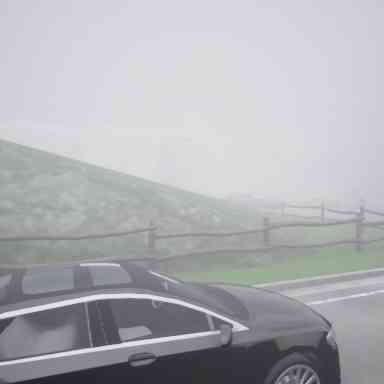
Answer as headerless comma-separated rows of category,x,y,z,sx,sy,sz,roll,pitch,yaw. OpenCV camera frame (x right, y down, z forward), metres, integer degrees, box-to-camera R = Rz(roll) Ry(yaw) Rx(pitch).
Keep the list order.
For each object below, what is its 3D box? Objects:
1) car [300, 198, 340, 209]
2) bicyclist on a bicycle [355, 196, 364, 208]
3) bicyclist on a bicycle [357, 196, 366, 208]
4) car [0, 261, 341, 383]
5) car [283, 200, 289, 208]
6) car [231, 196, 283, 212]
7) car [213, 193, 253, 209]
car,16.767,1.477,43.806,5.008,1.535,1.882,0,0,42
bicyclist on a bicycle,22.271,1.302,44.213,1.656,1.620,0.582,0,0,-44
bicyclist on a bicycle,22.582,1.302,43.894,1.656,1.620,0.582,0,0,-44
car,-0.763,1.492,3.273,4.902,1.511,2.128,0,0,-24
car,10.454,1.477,44.541,5.008,1.535,1.882,0,-1,37
car,7.366,1.502,38.025,4.892,1.490,1.837,-1,-1,39
car,5.580,1.219,43.830,5.566,2.045,2.150,0,-1,32
